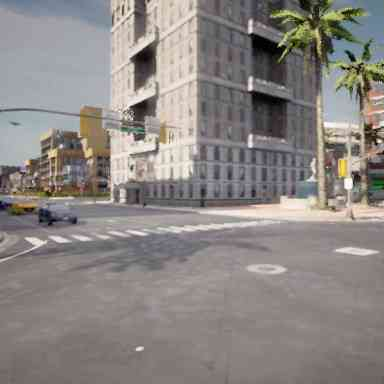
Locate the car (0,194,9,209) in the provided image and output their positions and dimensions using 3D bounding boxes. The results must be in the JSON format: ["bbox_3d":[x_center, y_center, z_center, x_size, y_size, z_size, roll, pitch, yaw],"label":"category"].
[{"bbox_3d":[-25.491,1.474,45.882,1.882,1.535,5.008,0,0,-36],"label":"car"}]

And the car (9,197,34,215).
[{"bbox_3d":[-17.391,1.475,34.621,1.882,1.535,5.008,0,0,-36],"label":"car"}]

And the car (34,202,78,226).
[{"bbox_3d":[-9.721,1.523,23.935,1.812,1.442,4.674,0,0,-36],"label":"car"}]
